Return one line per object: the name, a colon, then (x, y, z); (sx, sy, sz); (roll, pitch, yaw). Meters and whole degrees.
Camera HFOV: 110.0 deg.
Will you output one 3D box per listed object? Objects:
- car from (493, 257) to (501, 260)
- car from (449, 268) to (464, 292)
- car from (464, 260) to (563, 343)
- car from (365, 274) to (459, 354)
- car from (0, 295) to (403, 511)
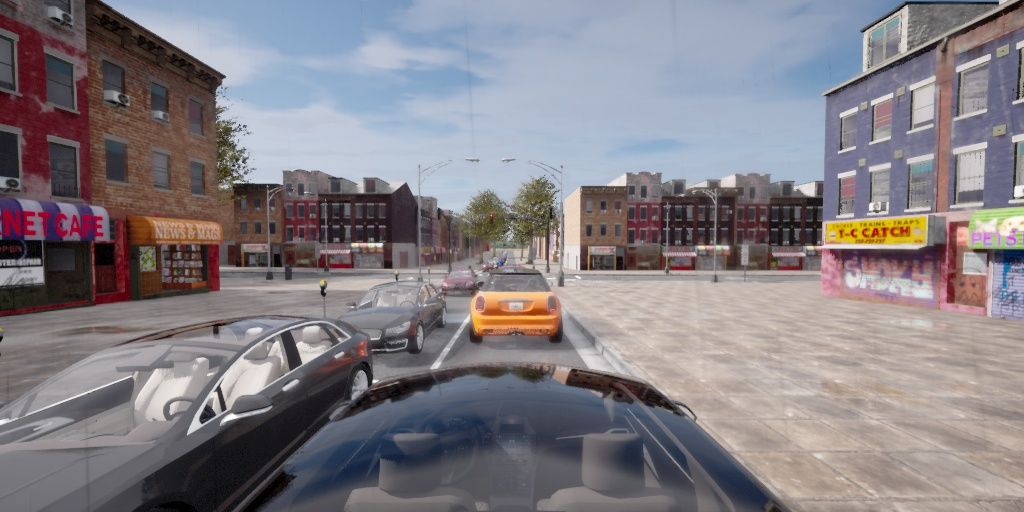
car: (-2.733, 1.245, 46.216); (1.967, 1.591, 4.097); (0, 0, 0)
car: (-2.677, 1.336, 19.441); (1.802, 1.307, 4.207); (0, 0, 0)
car: (0.083, 1.101, 9.857); (2.097, 1.767, 4.553); (0, 0, 0)
car: (-2.654, 1.299, 8.547); (2.007, 1.370, 4.403); (0, 0, 0)
car: (-2.643, 1.300, 3.098); (2.007, 1.370, 4.403); (0, 0, 0)
